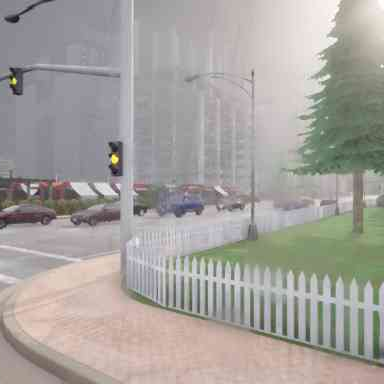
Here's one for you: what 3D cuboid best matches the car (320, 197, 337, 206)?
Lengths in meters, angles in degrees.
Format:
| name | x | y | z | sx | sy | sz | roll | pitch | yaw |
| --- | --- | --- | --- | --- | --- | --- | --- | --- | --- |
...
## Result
| name | x | y | z | sx | sy | sz | roll | pitch | yaw |
| --- | --- | --- | --- | --- | --- | --- | --- | --- | --- |
| car | 21.100 | 1.526 | 51.245 | 1.812 | 1.442 | 4.674 | 0 | 0 | 34 |

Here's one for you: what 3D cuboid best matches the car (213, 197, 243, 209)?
| name | x | y | z | sx | sy | sz | roll | pitch | yaw |
| --- | --- | --- | --- | --- | --- | --- | --- | --- | --- |
| car | 5.181 | 1.492 | 46.672 | 2.128 | 1.511 | 4.902 | 0 | 0 | 34 |

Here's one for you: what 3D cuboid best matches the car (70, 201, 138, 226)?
| name | x | y | z | sx | sy | sz | roll | pitch | yaw |
| --- | --- | --- | --- | --- | --- | --- | --- | --- | --- |
| car | -6.271 | 1.526 | 23.431 | 1.812 | 1.442 | 4.674 | 0 | 0 | 34 |

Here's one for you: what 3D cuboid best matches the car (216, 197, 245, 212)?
| name | x | y | z | sx | sy | sz | roll | pitch | yaw |
| --- | --- | --- | --- | --- | --- | --- | --- | --- | --- |
| car | 4.669 | 1.492 | 39.694 | 2.128 | 1.511 | 4.902 | 0 | 0 | 34 |

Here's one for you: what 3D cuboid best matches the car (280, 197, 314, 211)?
| name | x | y | z | sx | sy | sz | roll | pitch | yaw |
| --- | --- | --- | --- | --- | --- | --- | --- | --- | --- |
| car | 11.987 | 1.564 | 37.703 | 1.994 | 1.385 | 4.181 | 0 | 0 | 34 |

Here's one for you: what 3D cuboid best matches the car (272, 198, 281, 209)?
| name | x | y | z | sx | sy | sz | roll | pitch | yaw |
| --- | --- | --- | --- | --- | --- | --- | --- | --- | --- |
| car | 12.473 | 1.547 | 44.696 | 2.033 | 1.411 | 5.357 | 0 | 0 | 34 |

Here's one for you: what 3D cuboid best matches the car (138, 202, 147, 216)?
| name | x | y | z | sx | sy | sz | roll | pitch | yaw |
| --- | --- | --- | --- | --- | --- | --- | --- | --- | --- |
| car | -6.169 | 1.478 | 29.887 | 1.882 | 1.535 | 5.008 | 0 | 0 | 34 |

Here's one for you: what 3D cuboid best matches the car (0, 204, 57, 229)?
| name | x | y | z | sx | sy | sz | roll | pitch | yaw |
| --- | --- | --- | --- | --- | --- | --- | --- | --- | --- |
| car | -11.386 | 1.526 | 22.140 | 1.812 | 1.442 | 4.674 | 0 | 0 | 36 |

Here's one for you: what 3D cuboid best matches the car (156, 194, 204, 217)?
| name | x | y | z | sx | sy | sz | roll | pitch | yaw |
| --- | --- | --- | --- | --- | --- | --- | --- | --- | --- |
| car | -0.964 | 1.221 | 31.352 | 2.150 | 2.045 | 5.566 | 0 | 0 | 34 |
